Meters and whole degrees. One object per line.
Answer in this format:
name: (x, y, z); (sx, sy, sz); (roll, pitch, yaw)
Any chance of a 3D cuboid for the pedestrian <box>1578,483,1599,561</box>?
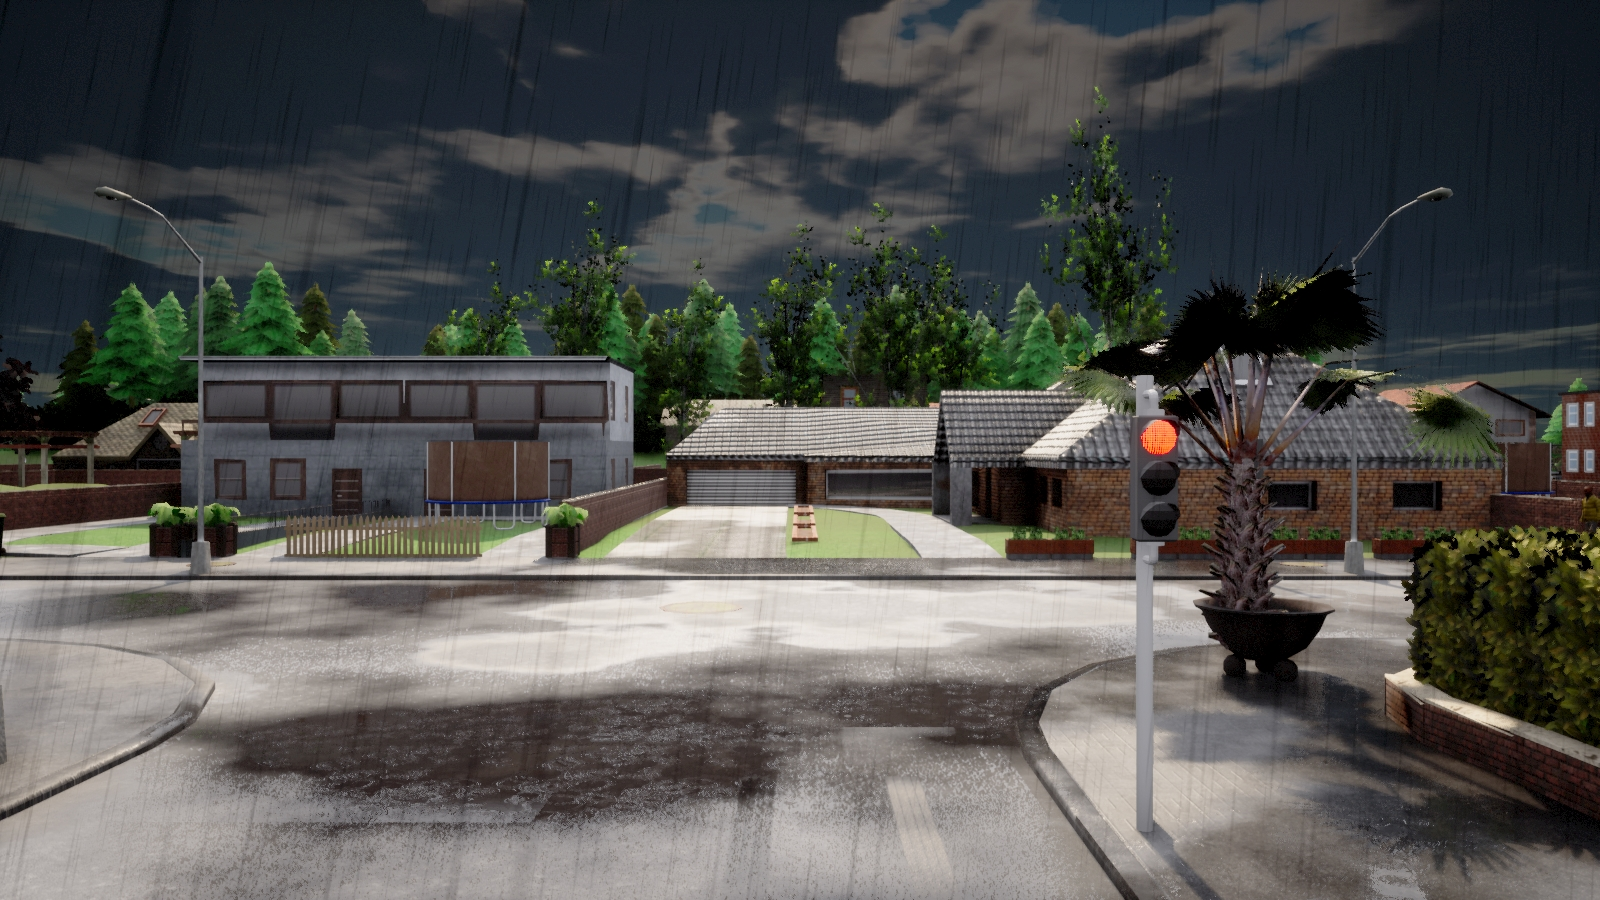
pedestrian: (19.092, 1.732, 27.565); (0.375, 1.860, 0.375); (0, 0, -2)
